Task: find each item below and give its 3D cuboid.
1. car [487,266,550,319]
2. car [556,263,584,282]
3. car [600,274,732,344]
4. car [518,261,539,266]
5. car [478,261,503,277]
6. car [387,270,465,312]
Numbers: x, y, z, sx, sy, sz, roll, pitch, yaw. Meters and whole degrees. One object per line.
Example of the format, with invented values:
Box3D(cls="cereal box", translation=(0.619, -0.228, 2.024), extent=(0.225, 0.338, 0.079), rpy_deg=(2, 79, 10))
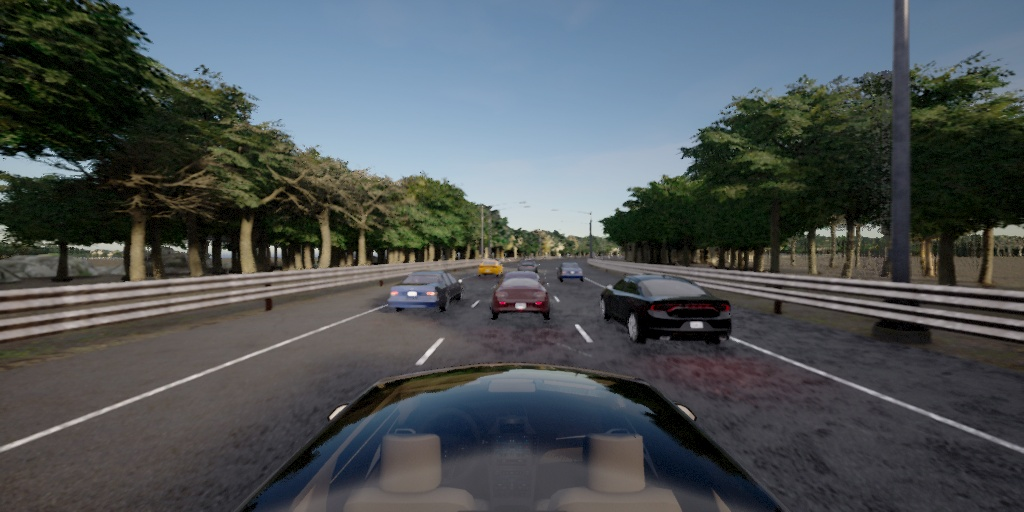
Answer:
Box3D(cls="car", translation=(0.309, 1.261, 12.570), extent=(1.812, 1.442, 4.674), rpy_deg=(0, 0, 2))
Box3D(cls="car", translation=(4.608, 1.263, 28.757), extent=(2.033, 1.411, 5.357), rpy_deg=(0, 0, 4))
Box3D(cls="car", translation=(3.730, 1.221, 9.619), extent=(1.882, 1.535, 5.008), rpy_deg=(0, 0, 1))
Box3D(cls="car", translation=(1.539, 1.195, 34.296), extent=(2.128, 1.511, 4.902), rpy_deg=(0, 0, 5))
Box3D(cls="car", translation=(-1.971, 1.177, 34.340), extent=(1.882, 1.535, 5.008), rpy_deg=(0, 0, 5))
Box3D(cls="car", translation=(-3.162, 1.277, 14.161), extent=(2.033, 1.411, 5.357), rpy_deg=(0, 0, 2))
